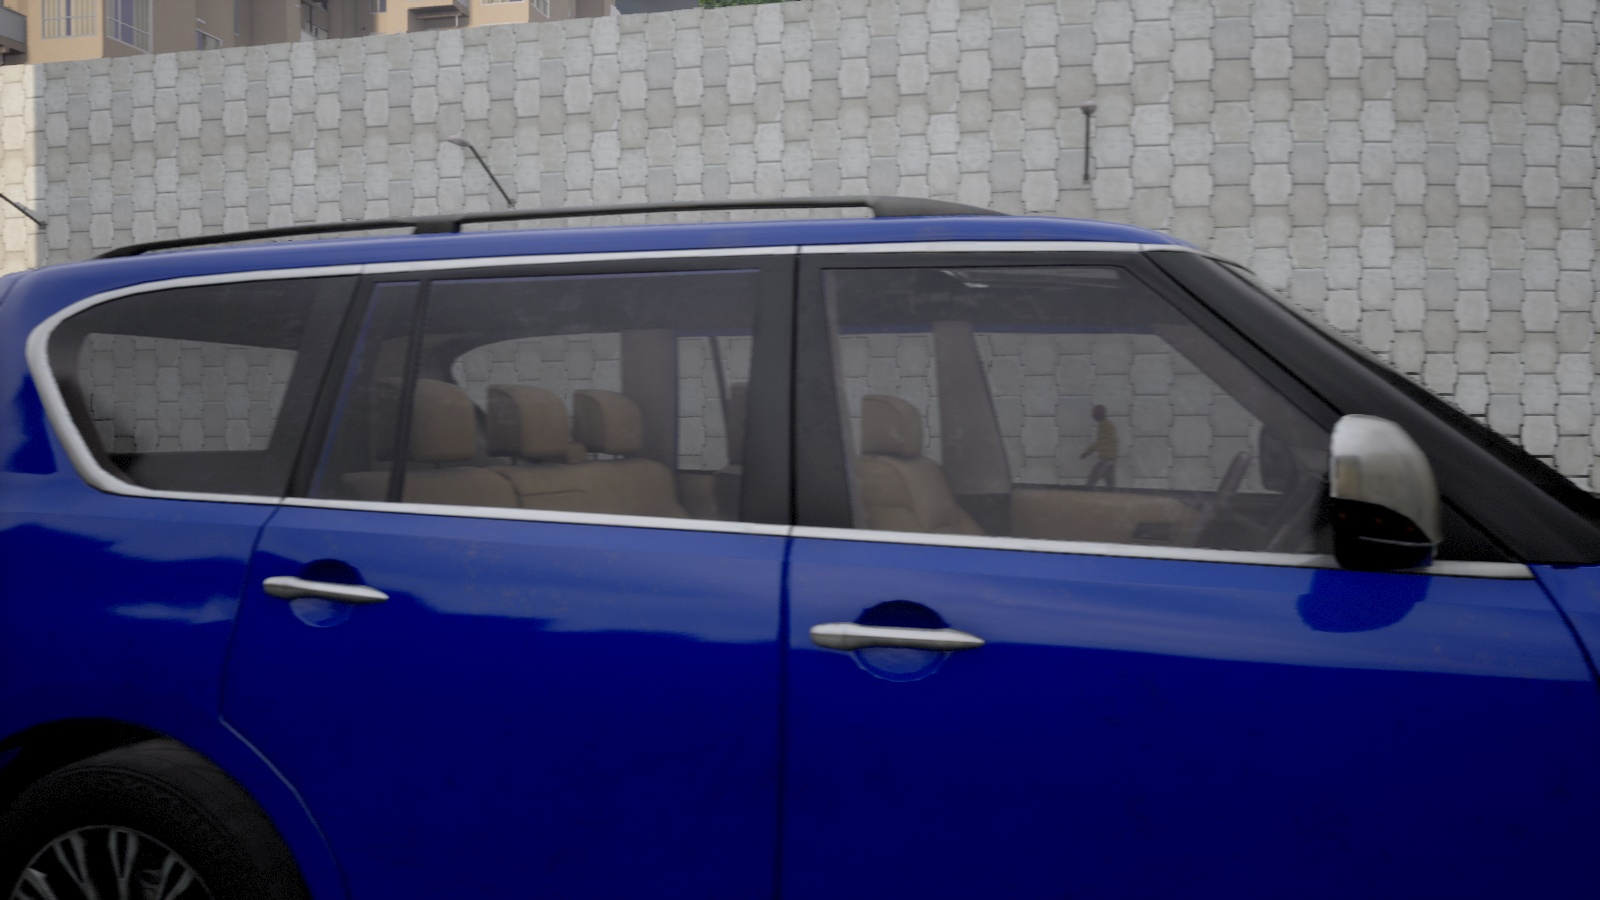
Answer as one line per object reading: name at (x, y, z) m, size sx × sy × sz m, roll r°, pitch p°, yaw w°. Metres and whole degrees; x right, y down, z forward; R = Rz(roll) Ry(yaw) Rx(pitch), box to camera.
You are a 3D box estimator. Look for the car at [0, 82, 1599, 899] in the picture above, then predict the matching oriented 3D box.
car at (0.315, 0.494, 3.106) m, size 5.566 × 2.045 × 2.150 m, roll 1°, pitch 1°, yaw 18°
